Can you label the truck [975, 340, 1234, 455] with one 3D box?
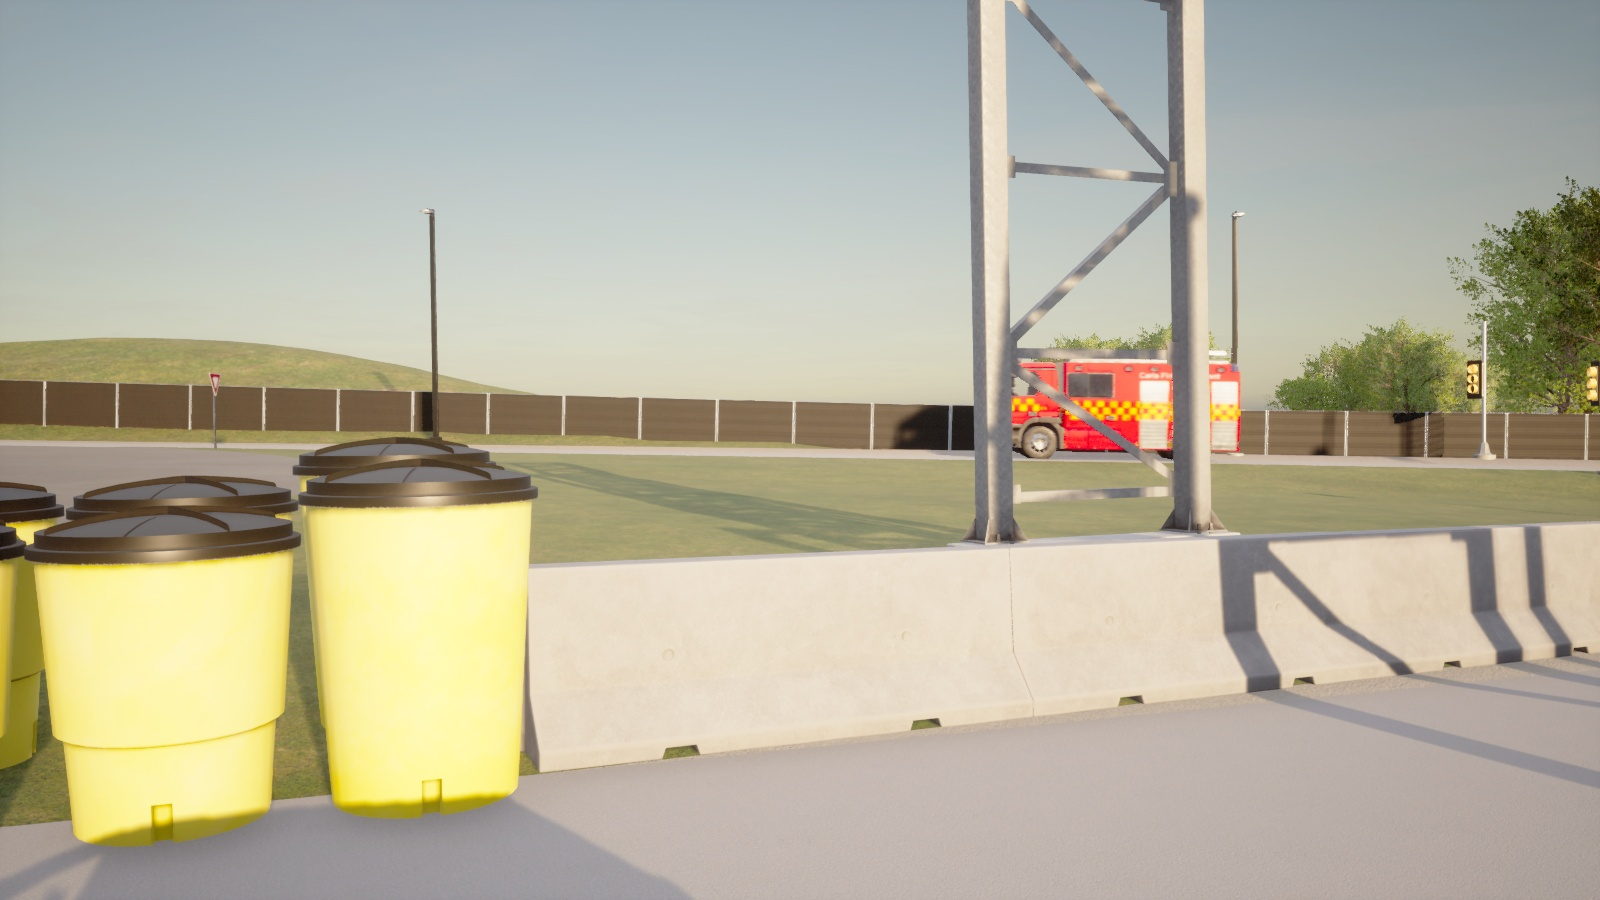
[{"bbox_3d":[10.523,-1.802,44.163,8.468,3.827,2.891,0,2,4],"label":"truck"}]
